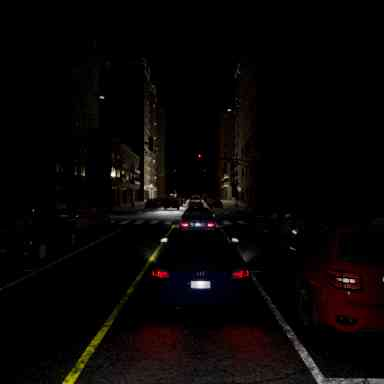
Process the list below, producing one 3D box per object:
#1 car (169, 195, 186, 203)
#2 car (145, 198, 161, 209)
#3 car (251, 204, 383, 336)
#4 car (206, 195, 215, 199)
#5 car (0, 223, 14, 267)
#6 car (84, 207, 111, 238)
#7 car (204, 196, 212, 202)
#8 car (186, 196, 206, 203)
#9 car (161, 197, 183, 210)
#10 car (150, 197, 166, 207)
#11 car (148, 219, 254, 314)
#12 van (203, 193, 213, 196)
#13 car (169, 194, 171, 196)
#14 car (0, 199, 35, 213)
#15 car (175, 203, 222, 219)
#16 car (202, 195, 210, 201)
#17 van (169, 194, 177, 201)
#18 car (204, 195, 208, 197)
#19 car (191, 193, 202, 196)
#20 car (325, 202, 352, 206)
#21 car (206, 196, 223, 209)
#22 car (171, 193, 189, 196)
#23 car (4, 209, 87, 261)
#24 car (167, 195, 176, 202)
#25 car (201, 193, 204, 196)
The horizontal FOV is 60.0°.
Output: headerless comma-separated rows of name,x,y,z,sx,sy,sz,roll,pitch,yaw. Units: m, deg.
car,-2.411,1.613,52.631,1.895,1.301,4.718,0,0,1
car,-5.270,1.555,44.995,1.887,1.381,4.507,1,0,1
car,2.756,1.316,6.609,2.192,1.841,5.009,1,0,1
car,3.329,1.594,50.547,1.802,1.307,4.206,1,0,1
car,-5.773,1.526,6.560,1.752,1.417,4.829,1,0,1
car,-5.626,1.529,17.808,1.752,1.417,4.829,1,0,1
car,3.700,1.607,78.912,1.802,1.307,4.206,1,0,1
car,0.541,1.611,44.347,1.895,1.301,4.718,0,0,2
car,-2.541,1.611,43.200,1.895,1.301,4.718,0,0,1
car,-5.196,1.556,50.668,1.887,1.381,4.507,1,0,1
car,0.178,1.566,7.736,1.994,1.385,4.181,0,0,1
van,3.480,1.357,61.894,1.690,1.788,3.998,1,0,1
car,-4.973,1.601,67.685,1.802,1.307,4.206,1,0,1
car,-16.412,1.341,29.303,4.902,1.511,2.128,1,-1,1
car,0.276,1.551,17.799,2.033,1.411,5.357,0,0,0
car,3.849,1.598,90.257,1.947,1.339,4.313,1,0,1
van,-4.748,1.370,84.702,1.690,1.788,3.998,1,0,1
car,3.403,1.596,56.220,1.802,1.307,4.206,1,0,1
car,1.103,1.507,84.820,1.882,1.535,5.008,0,0,1
car,13.664,1.695,31.967,5.357,1.411,2.033,0,-1,2
car,3.255,1.592,44.874,1.802,1.307,4.206,1,0,1
car,-2.256,1.368,62.272,2.097,1.767,4.553,0,0,1
car,-5.698,1.547,12.354,1.887,1.381,4.507,1,0,1
car,-4.823,1.465,79.030,1.967,1.590,4.097,1,0,1
car,3.554,1.334,67.566,2.192,1.841,5.009,1,0,1
